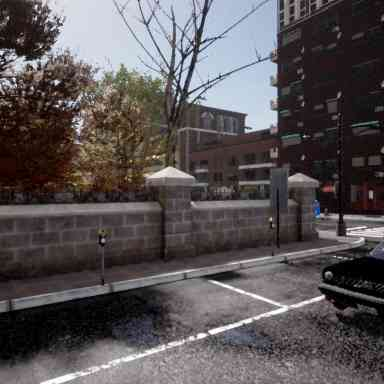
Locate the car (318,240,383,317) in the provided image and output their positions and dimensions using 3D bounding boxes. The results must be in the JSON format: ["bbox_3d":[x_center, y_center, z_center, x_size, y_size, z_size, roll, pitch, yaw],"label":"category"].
[{"bbox_3d":[4.644,1.601,6.696,4.718,1.301,1.895,0,0,-36],"label":"car"}]

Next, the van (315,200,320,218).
[{"bbox_3d":[10.496,1.647,32.597,1.690,1.788,3.998,-1,0,-36],"label":"van"}]
